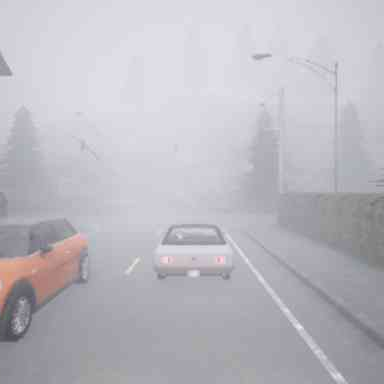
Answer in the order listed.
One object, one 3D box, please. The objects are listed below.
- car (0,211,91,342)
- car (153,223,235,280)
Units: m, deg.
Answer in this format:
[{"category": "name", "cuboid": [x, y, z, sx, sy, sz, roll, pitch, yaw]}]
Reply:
[{"category": "car", "cuboid": [-3.583, 1.313, 6.398, 2.097, 1.767, 4.553, 0, 0, 0]}, {"category": "car", "cuboid": [0.057, 1.541, 9.713, 1.895, 1.301, 4.718, 0, 0, 0]}]
